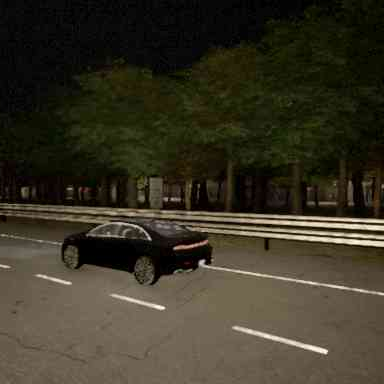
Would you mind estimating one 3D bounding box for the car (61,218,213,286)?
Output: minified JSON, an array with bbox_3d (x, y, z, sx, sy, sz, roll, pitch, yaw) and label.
[{"bbox_3d":[-1.743,1.491,9.411,4.902,1.511,2.128,0,0,35],"label":"car"}]
